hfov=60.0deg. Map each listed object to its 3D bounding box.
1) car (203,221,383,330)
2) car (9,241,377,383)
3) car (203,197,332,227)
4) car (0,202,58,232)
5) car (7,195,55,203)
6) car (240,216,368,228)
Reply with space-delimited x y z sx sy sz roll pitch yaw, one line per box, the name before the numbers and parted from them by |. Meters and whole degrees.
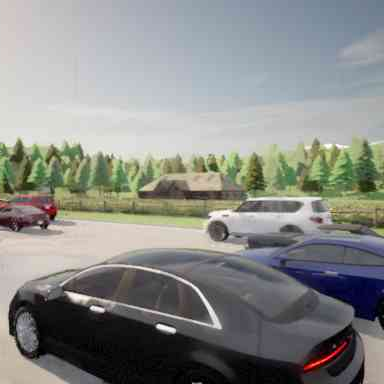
car | 2.616 1.526 6.426 4.674 1.442 1.812 0 0 36
car | -0.505 1.506 4.353 4.892 1.490 1.837 0 0 36
car | 3.191 1.225 14.617 5.566 2.045 2.150 0 0 36
car | -10.384 1.537 19.992 4.674 1.442 1.812 0 0 35
car | -12.825 1.236 26.050 5.566 2.045 2.150 0 0 36
car | 3.968 1.602 9.762 4.718 1.301 1.895 0 0 36
